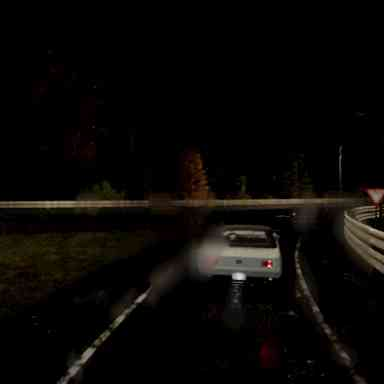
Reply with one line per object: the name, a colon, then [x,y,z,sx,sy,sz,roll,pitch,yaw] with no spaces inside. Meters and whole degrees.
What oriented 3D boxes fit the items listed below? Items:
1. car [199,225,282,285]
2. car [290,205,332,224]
car: [1.570,1.601,9.593,1.895,1.301,4.718,0,0,13]
car: [9.206,1.616,25.355,1.895,1.301,4.718,0,0,36]
